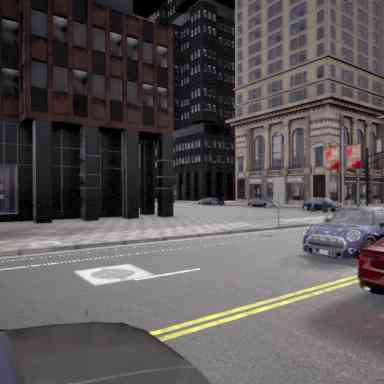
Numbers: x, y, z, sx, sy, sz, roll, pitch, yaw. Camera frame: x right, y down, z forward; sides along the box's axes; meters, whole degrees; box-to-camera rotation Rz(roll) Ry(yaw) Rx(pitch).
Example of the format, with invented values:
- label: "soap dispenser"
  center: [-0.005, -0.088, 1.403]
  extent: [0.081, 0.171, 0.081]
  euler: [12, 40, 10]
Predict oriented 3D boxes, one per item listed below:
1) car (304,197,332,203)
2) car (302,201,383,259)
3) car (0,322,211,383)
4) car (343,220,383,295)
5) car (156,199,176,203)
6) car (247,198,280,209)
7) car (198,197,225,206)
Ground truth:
- label: "car"
  center: [14.988, 1.376, 37.949]
  extent: [2.097, 1.767, 4.553]
  euler: [0, 0, -35]
- label: "car"
  center: [6.069, 1.351, 12.022]
  extent: [4.553, 1.767, 2.097]
  euler: [0, 0, -36]
- label: "car"
  center: [-2.331, 1.548, 1.781]
  extent: [5.357, 1.411, 2.033]
  euler: [0, 0, -35]
- label: "car"
  center: [5.737, 1.477, 7.541]
  extent: [5.008, 1.535, 1.882]
  euler: [0, 0, -36]
- label: "car"
  center: [-5.207, 1.616, 66.653]
  extent: [2.033, 1.411, 5.357]
  euler: [0, 0, -35]
- label: "car"
  center: [9.708, 1.525, 45.411]
  extent: [2.128, 1.511, 4.902]
  euler: [0, 0, -35]
- label: "car"
  center: [3.175, 1.595, 54.656]
  extent: [2.033, 1.411, 5.357]
  euler: [0, 0, -35]
